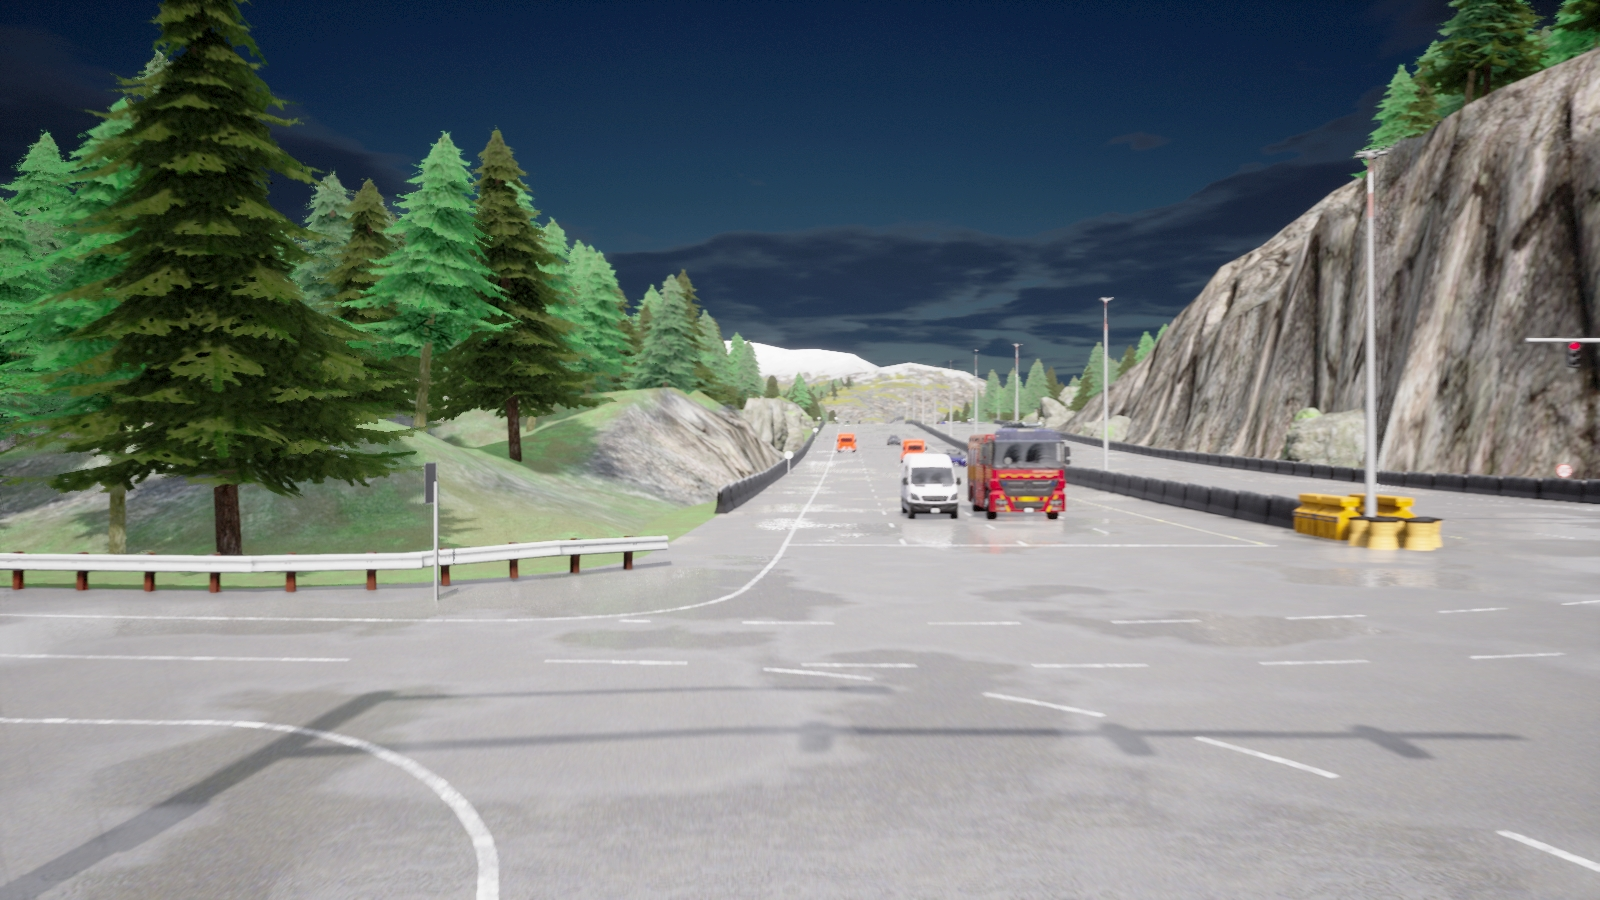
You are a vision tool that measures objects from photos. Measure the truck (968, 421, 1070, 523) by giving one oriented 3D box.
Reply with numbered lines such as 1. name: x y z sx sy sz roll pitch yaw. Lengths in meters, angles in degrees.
1. truck: 8.813 0.808 46.957 2.891 3.827 8.468 0 0 2

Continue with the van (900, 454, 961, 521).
1. van: 5.309 1.456 47.180 1.988 2.561 5.915 0 0 1
